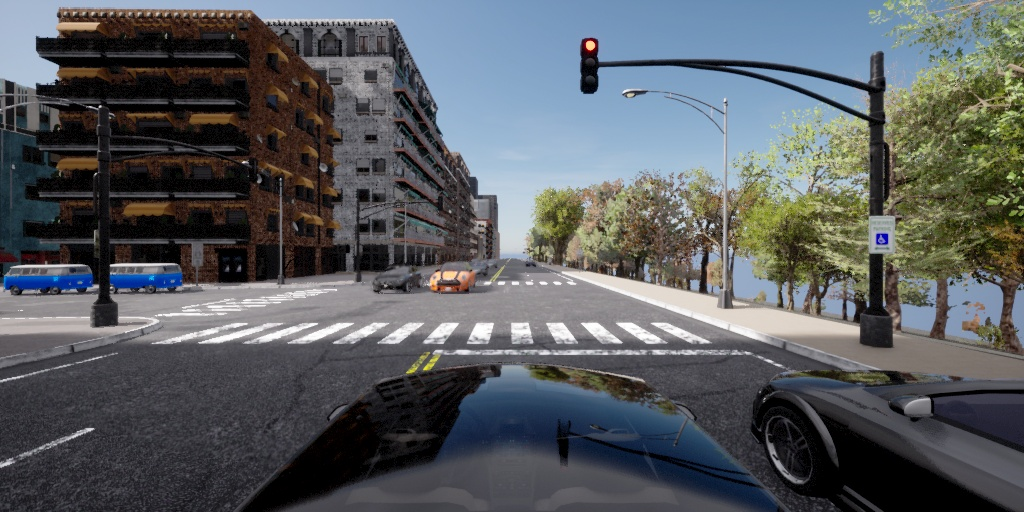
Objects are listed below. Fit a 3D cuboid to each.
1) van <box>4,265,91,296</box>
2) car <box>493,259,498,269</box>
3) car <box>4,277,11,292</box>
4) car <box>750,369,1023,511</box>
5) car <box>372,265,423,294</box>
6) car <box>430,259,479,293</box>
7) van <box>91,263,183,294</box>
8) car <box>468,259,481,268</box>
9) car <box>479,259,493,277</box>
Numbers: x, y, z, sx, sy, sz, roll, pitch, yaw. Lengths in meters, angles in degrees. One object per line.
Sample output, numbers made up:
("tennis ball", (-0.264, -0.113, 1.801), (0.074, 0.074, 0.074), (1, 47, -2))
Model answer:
("van", (-28.302, 1.425, 21.953), (3.998, 1.789, 1.690), (0, 0, -1))
("car", (-3.282, 1.257, 56.785), (2.128, 1.511, 4.902), (0, 0, 0))
("car", (-22.622, 1.624, 13.677), (4.207, 1.307, 1.802), (0, 0, -1))
("car", (3.348, 1.314, 1.834), (1.994, 1.385, 4.181), (0, 0, 0))
("car", (-6.594, 1.310, 21.147), (1.837, 1.490, 4.892), (-1, 0, 0))
("car", (-3.339, 1.132, 21.042), (2.097, 1.767, 4.553), (0, 0, 0))
("van", (-22.701, 1.351, 22.024), (3.998, 1.789, 1.690), (0, 0, -1))
("car", (-6.497, 1.276, 62.709), (1.837, 1.490, 4.892), (0, -1, 1))
("car", (-3.320, 1.245, 35.390), (2.128, 1.511, 4.902), (0, 0, 0))
